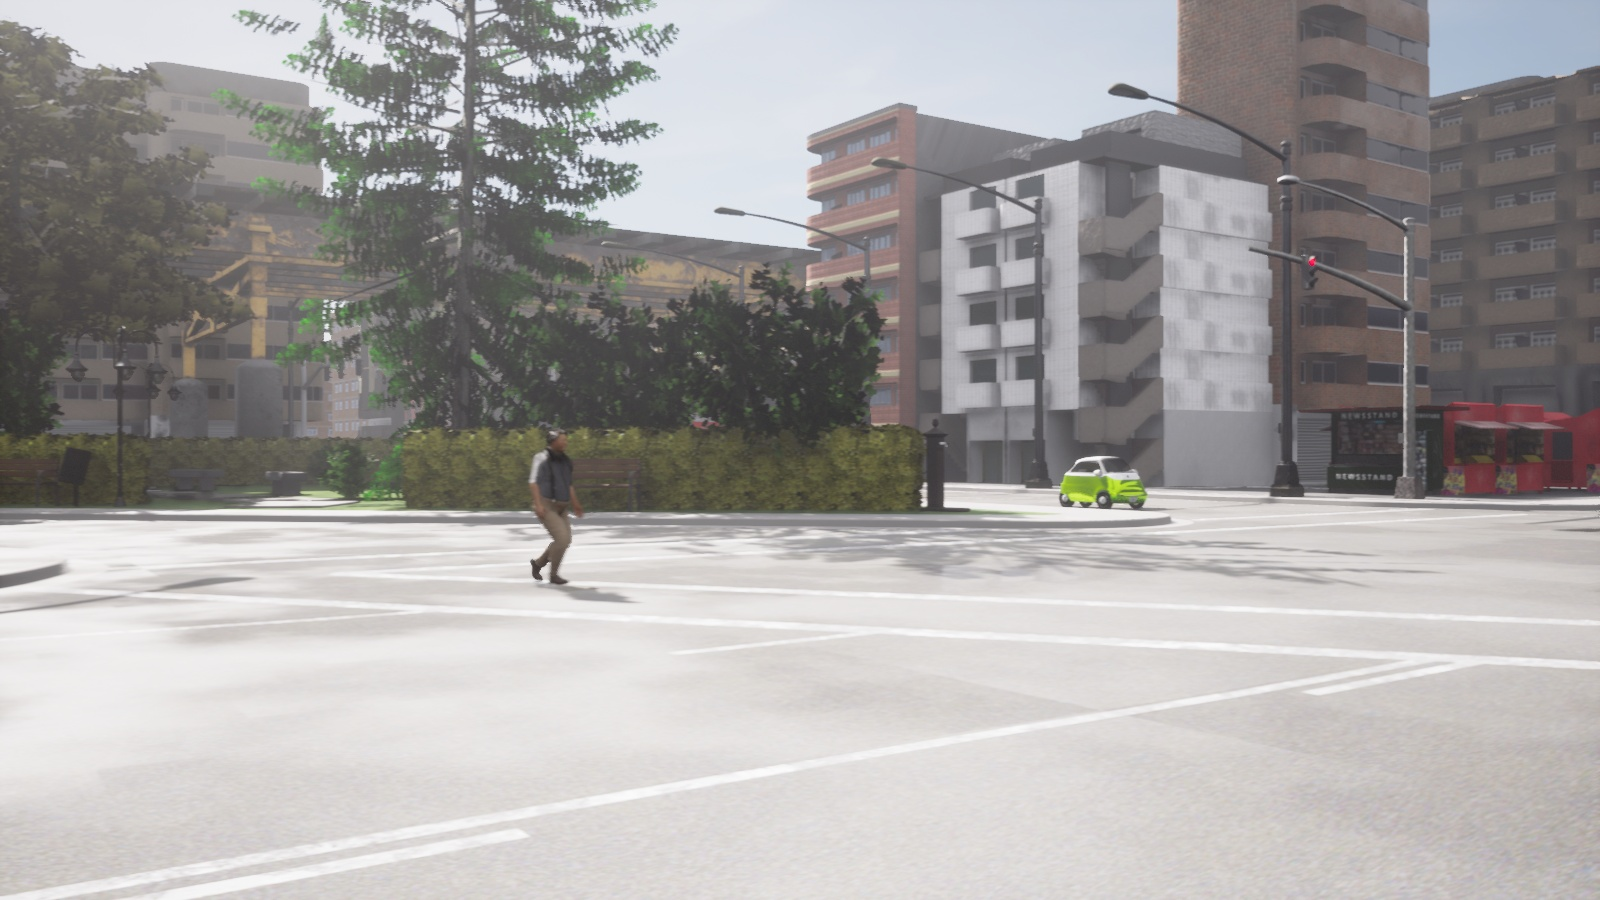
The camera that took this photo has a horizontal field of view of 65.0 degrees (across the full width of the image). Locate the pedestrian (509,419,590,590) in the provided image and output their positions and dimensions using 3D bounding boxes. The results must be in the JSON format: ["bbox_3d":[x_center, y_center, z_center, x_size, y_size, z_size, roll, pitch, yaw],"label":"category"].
[{"bbox_3d":[-2.794,0.593,14.015,0.694,1.848,0.540,0,0,29],"label":"pedestrian"}]

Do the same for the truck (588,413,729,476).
[{"bbox_3d":[-8.922,-0.324,79.822,8.468,3.827,2.891,0,0,-35],"label":"truck"}]

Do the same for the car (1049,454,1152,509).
[{"bbox_3d":[7.870,0.810,32.969,1.481,1.376,2.207,0,0,-34],"label":"car"}]
